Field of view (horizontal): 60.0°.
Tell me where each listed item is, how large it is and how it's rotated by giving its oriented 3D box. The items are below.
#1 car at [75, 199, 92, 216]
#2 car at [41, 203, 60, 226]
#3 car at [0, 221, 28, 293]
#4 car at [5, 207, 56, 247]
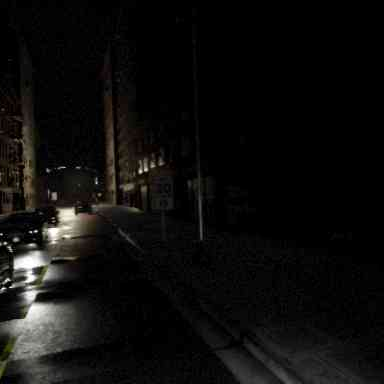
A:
[{"bbox_3d":[-12.738,1.905,38.959,2.128,1.511,4.902,-2,0,-19],"label":"car"},{"bbox_3d":[-11.475,1.882,26.118,1.837,1.490,4.892,-2,0,-19],"label":"car"},{"bbox_3d":[-4.929,1.658,6.774,2.128,1.511,4.902,-2,0,-20],"label":"car"},{"bbox_3d":[-8.132,1.759,16.227,2.128,1.511,4.902,-2,0,-19],"label":"car"}]
